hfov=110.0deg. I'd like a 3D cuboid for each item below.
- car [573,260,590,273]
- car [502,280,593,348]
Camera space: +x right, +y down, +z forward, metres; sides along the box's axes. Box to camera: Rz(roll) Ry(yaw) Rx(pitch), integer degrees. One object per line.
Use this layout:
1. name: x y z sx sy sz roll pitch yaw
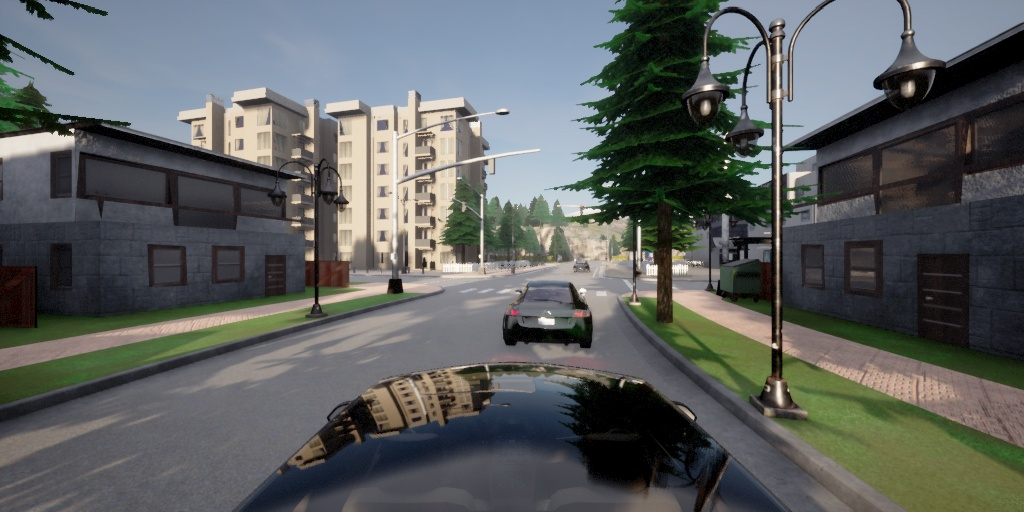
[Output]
1. car: 8.735 1.276 44.869 2.128 1.511 4.902 0 0 14
2. car: 0.994 1.314 9.322 1.994 1.385 4.181 0 0 8
